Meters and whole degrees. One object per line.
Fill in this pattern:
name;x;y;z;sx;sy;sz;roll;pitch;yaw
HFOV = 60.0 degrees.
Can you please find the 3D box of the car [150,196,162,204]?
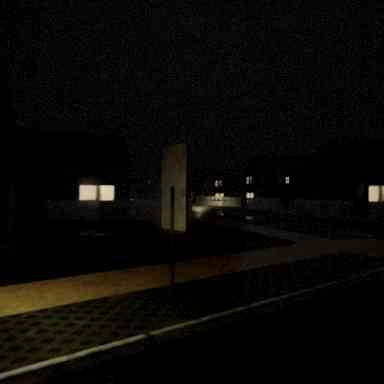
car;-6.123;1.447;56.264;1.837;1.490;4.892;1;0;-24
